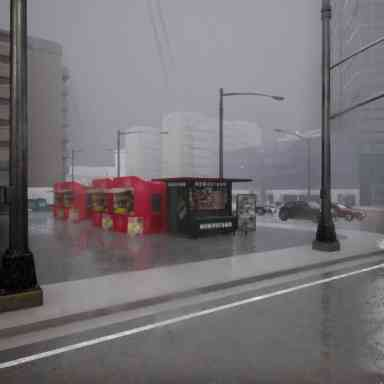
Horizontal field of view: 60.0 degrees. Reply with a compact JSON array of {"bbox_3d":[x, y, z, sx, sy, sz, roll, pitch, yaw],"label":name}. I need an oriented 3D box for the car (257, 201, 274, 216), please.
[{"bbox_3d":[6.804,1.704,35.722,2.128,1.511,4.902,0,-1,-36],"label":"car"}]

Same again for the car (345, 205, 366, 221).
[{"bbox_3d":[12.232,1.632,28.209,1.812,1.442,4.674,0,-1,-36],"label":"car"}]

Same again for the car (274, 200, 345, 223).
[{"bbox_3d":[9.192,1.459,26.440,2.097,1.767,4.553,0,-1,-36],"label":"car"}]

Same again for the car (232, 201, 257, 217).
[{"bbox_3d":[3.944,1.739,33.683,1.812,1.442,4.674,0,0,-35],"label":"car"}]
